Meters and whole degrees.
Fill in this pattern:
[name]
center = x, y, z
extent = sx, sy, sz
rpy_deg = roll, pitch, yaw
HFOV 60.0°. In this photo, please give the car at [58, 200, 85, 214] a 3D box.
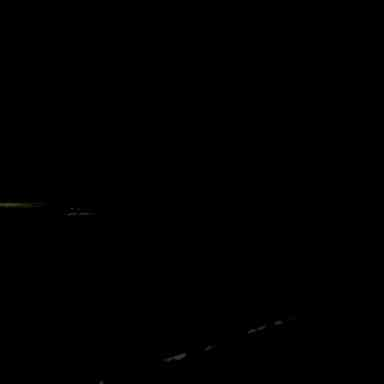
[car]
center = -14.666, 1.782, 40.184
extent = 1.837, 1.490, 4.892
rpy_deg = 0, 0, -40
